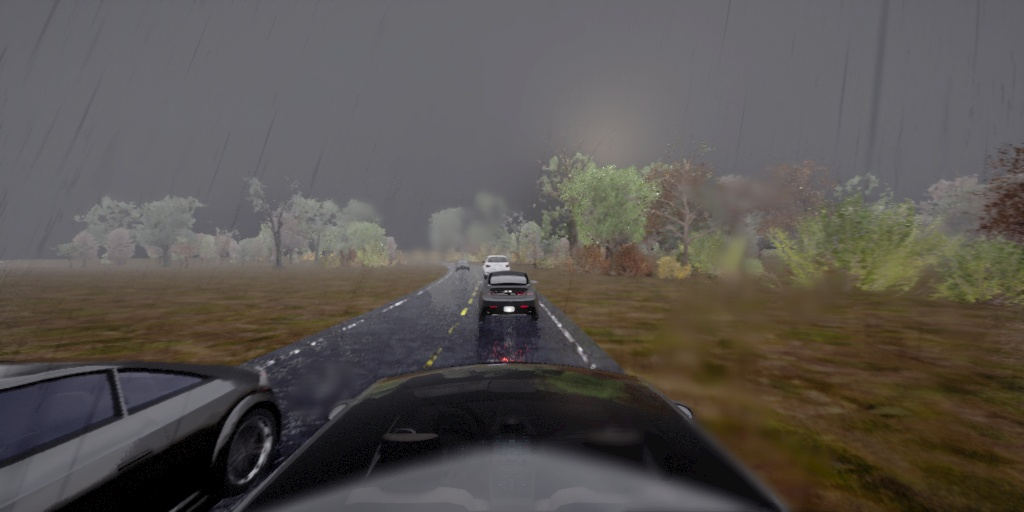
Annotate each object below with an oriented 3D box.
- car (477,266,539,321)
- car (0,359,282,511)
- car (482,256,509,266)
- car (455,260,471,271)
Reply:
[{"bbox_3d":[-0.153,1.257,12.563,1.837,1.490,4.892,0,0,-2],"label":"car"},{"bbox_3d":[-3.174,1.328,1.689,1.994,1.385,4.181,0,0,0],"label":"car"},{"bbox_3d":[-1.429,0.984,32.001,2.150,2.045,5.566,0,0,-6],"label":"car"},{"bbox_3d":[-6.874,1.303,50.129,1.837,1.490,4.892,0,0,-9],"label":"car"}]
